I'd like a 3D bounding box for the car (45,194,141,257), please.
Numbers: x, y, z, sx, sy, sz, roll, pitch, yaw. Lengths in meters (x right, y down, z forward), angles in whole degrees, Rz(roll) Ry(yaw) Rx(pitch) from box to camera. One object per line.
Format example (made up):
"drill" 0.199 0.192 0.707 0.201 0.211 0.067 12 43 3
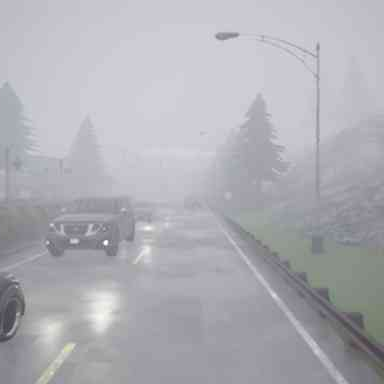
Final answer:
"car" -3.590 1.132 12.951 2.150 2.045 5.566 0 0 0

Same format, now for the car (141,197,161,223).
"car" -3.580 1.343 23.734 1.837 1.490 4.892 0 0 0

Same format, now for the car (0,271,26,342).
"car" -3.600 1.539 3.569 1.994 1.385 4.181 0 0 -1

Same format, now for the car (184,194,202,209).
"car" 0.084 1.075 40.480 2.097 1.767 4.553 0 0 0

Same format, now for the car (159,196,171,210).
"car" -3.499 1.261 39.149 1.812 1.442 4.674 0 0 0
